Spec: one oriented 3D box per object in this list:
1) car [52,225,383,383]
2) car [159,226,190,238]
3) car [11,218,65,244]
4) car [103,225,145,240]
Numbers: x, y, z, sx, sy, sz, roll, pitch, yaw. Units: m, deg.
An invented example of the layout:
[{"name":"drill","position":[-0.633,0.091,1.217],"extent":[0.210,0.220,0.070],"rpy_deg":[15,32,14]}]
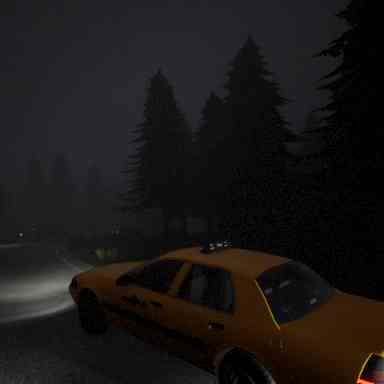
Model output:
[{"name":"car","position":[0.133,1.440,4.744],"extent":[5.366,1.575,1.801],"rpy_deg":[0,1,43]},{"name":"car","position":[-2.305,5.541,46.271],"extent":[1.882,1.535,5.008],"rpy_deg":[-5,-8,30]},{"name":"car","position":[-12.731,3.225,28.156],"extent":[2.150,2.045,5.566],"rpy_deg":[-4,-7,7]},{"name":"car","position":[-7.428,4.508,36.966],"extent":[2.033,1.411,5.357],"rpy_deg":[-4,-8,20]}]
